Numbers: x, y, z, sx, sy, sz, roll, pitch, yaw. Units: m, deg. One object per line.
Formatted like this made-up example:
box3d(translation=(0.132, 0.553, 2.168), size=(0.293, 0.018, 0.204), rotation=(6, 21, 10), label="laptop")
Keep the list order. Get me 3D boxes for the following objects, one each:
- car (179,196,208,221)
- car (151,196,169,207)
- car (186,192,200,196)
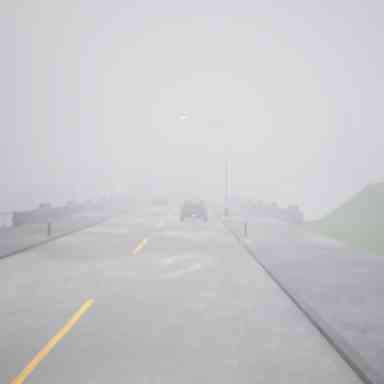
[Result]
box3d(translation=(0.115, 1.272, 24.458), size=(1.837, 1.490, 4.892), rotation=(0, 1, 0), label="car")
box3d(translation=(-4.034, 1.160, 42.524), size=(1.994, 1.385, 4.181), rotation=(0, 1, 0), label="car")
box3d(translation=(0.135, 0.852, 52.684), size=(2.097, 1.767, 4.553), rotation=(0, 1, 0), label="car")
